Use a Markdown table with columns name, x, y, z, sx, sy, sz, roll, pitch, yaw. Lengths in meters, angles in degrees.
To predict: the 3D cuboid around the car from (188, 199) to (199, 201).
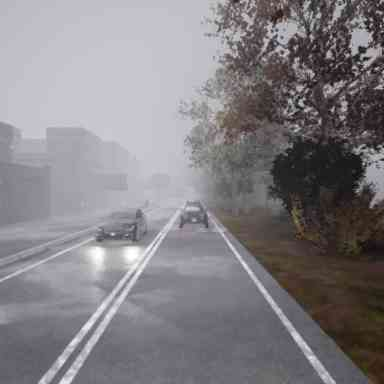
| name | x | y | z | sx | sy | sz | roll | pitch | yaw |
| --- | --- | --- | --- | --- | --- | --- | --- | --- | --- |
| car | 0.174 | 1.570 | 41.729 | 1.882 | 1.535 | 5.008 | 0 | 0 | 0 |

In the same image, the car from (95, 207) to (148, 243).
| name | x | y | z | sx | sy | sz | roll | pitch | yaw |
| --- | --- | --- | --- | --- | --- | --- | --- | --- | --- |
| car | -3.329 | 1.536 | 16.451 | 1.837 | 1.490 | 4.892 | 0 | 0 | 0 |

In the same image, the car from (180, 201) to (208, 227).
| name | x | y | z | sx | sy | sz | roll | pitch | yaw |
| --- | --- | --- | --- | --- | --- | --- | --- | --- | --- |
| car | 0.135 | 1.574 | 22.875 | 1.812 | 1.442 | 4.674 | 0 | 0 | 0 |
